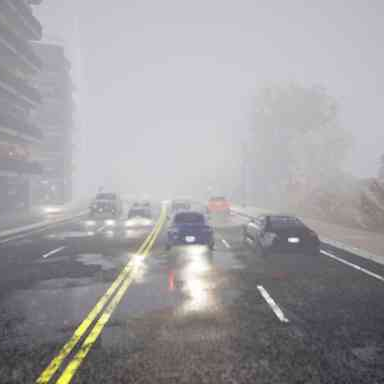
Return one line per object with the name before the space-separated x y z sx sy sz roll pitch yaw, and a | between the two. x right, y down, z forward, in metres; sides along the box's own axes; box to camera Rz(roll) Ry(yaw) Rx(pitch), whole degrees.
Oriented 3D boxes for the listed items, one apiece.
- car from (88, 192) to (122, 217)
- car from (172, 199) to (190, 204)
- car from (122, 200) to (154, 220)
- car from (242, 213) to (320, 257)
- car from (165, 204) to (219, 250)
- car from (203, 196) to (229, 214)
car | -7.407 1.040 29.138 2.150 2.045 5.566 0 0 -3
car | -1.255 1.372 35.803 1.895 1.301 4.718 0 0 -4
car | -4.063 1.384 27.037 2.033 1.411 5.357 0 0 -3
car | 3.153 1.478 12.504 1.994 1.385 4.181 0 0 -2
car | -0.128 1.439 13.745 1.812 1.442 4.674 0 0 -2
car | 2.243 1.141 32.103 2.097 1.767 4.553 0 0 -4
